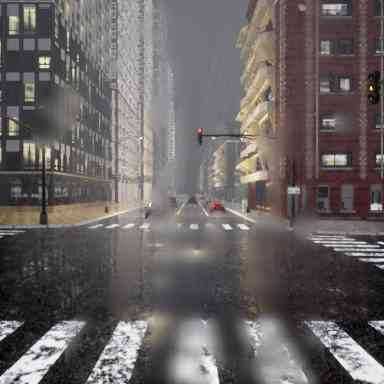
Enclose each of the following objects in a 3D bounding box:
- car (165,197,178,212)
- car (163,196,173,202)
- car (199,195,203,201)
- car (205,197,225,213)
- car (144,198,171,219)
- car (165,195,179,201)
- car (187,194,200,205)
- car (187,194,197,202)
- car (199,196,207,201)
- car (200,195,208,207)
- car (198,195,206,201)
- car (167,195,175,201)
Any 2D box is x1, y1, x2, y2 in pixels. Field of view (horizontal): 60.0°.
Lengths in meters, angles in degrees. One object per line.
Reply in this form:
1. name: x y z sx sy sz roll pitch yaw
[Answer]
1. car: -3.070 1.574 39.497 1.994 1.385 4.181 0 0 1
2. car: -5.665 1.589 78.371 2.008 1.369 4.403 0 0 0
3. car: 2.709 1.571 55.774 2.008 1.369 4.403 0 0 0
4. car: 2.754 1.591 37.209 1.802 1.307 4.206 0 0 0
5. car: -3.109 1.553 29.478 2.033 1.411 5.357 0 0 -4
6. car: -3.038 1.521 49.912 1.837 1.490 4.892 0 0 0
7. car: 0.019 1.548 59.808 1.812 1.442 4.674 0 0 0
8. car: 0.023 1.218 69.781 2.097 1.767 4.553 0 0 0
9. car: 2.716 1.626 84.017 1.802 1.307 4.206 0 0 0
10. car: 2.707 1.567 50.126 2.008 1.369 4.403 0 0 0
11. car: 2.718 1.491 89.666 1.967 1.590 4.097 0 0 0
12. car: -5.662 1.595 89.669 1.887 1.381 4.507 0 0 0
